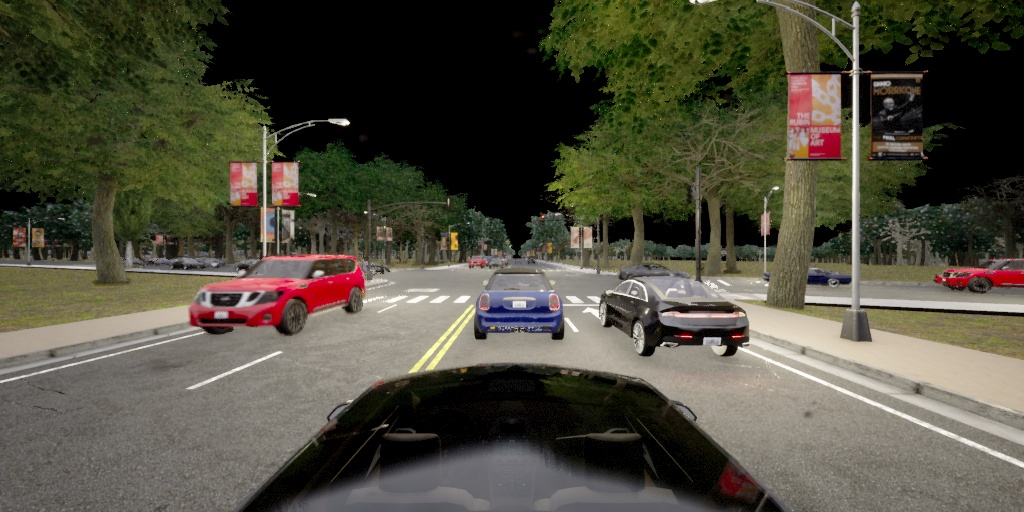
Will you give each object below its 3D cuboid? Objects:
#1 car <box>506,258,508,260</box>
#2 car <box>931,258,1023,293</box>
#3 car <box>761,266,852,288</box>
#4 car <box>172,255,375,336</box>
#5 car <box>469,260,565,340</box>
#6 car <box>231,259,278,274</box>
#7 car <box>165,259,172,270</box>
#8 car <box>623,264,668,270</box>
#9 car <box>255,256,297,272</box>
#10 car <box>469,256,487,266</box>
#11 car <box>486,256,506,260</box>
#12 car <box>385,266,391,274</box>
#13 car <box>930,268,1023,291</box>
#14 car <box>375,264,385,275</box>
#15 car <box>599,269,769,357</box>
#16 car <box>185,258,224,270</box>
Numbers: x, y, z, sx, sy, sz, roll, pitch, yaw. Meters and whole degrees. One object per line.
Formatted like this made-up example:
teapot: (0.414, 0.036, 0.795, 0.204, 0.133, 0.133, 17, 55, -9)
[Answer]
car: (-2.210, 1.359, 64.872, 1.895, 1.301, 4.718, 0, 0, 1)
car: (29.307, 1.153, 21.077, 5.566, 2.045, 2.150, 0, 0, 25)
car: (20.393, 1.478, 25.058, 4.718, 1.301, 1.895, 0, 0, 24)
car: (-6.440, 0.971, 10.821, 2.150, 2.045, 5.566, 0, 0, 2)
car: (0.191, 1.102, 10.136, 2.097, 1.767, 4.553, 0, 0, 1)
car: (-28.349, 1.089, 39.459, 5.008, 1.535, 1.882, 0, 0, 24)
car: (-40.764, 1.024, 45.011, 5.008, 1.535, 1.882, 1, 1, 24)
car: (10.185, 1.328, 25.833, 4.892, 1.490, 1.837, 0, 0, 24)
car: (-28.360, 0.955, 43.022, 4.553, 1.767, 2.097, 0, 0, 24)
car: (-5.630, 0.978, 57.948, 2.150, 2.045, 5.566, 0, 0, 1)
car: (-2.401, 1.108, 55.881, 2.097, 1.767, 4.553, 0, 0, 1)
car: (-15.163, 1.223, 37.135, 5.357, 1.411, 2.033, 0, 0, 24)
car: (31.481, 1.537, 23.674, 4.718, 1.301, 1.895, 0, 0, 24)
car: (-14.737, 1.179, 33.363, 4.902, 1.511, 2.128, 0, 0, 25)
car: (3.428, 1.241, 8.548, 2.128, 1.511, 4.902, 0, 0, 0)
car: (-42.258, 1.023, 49.261, 4.902, 1.511, 2.128, 0, 0, 25)
